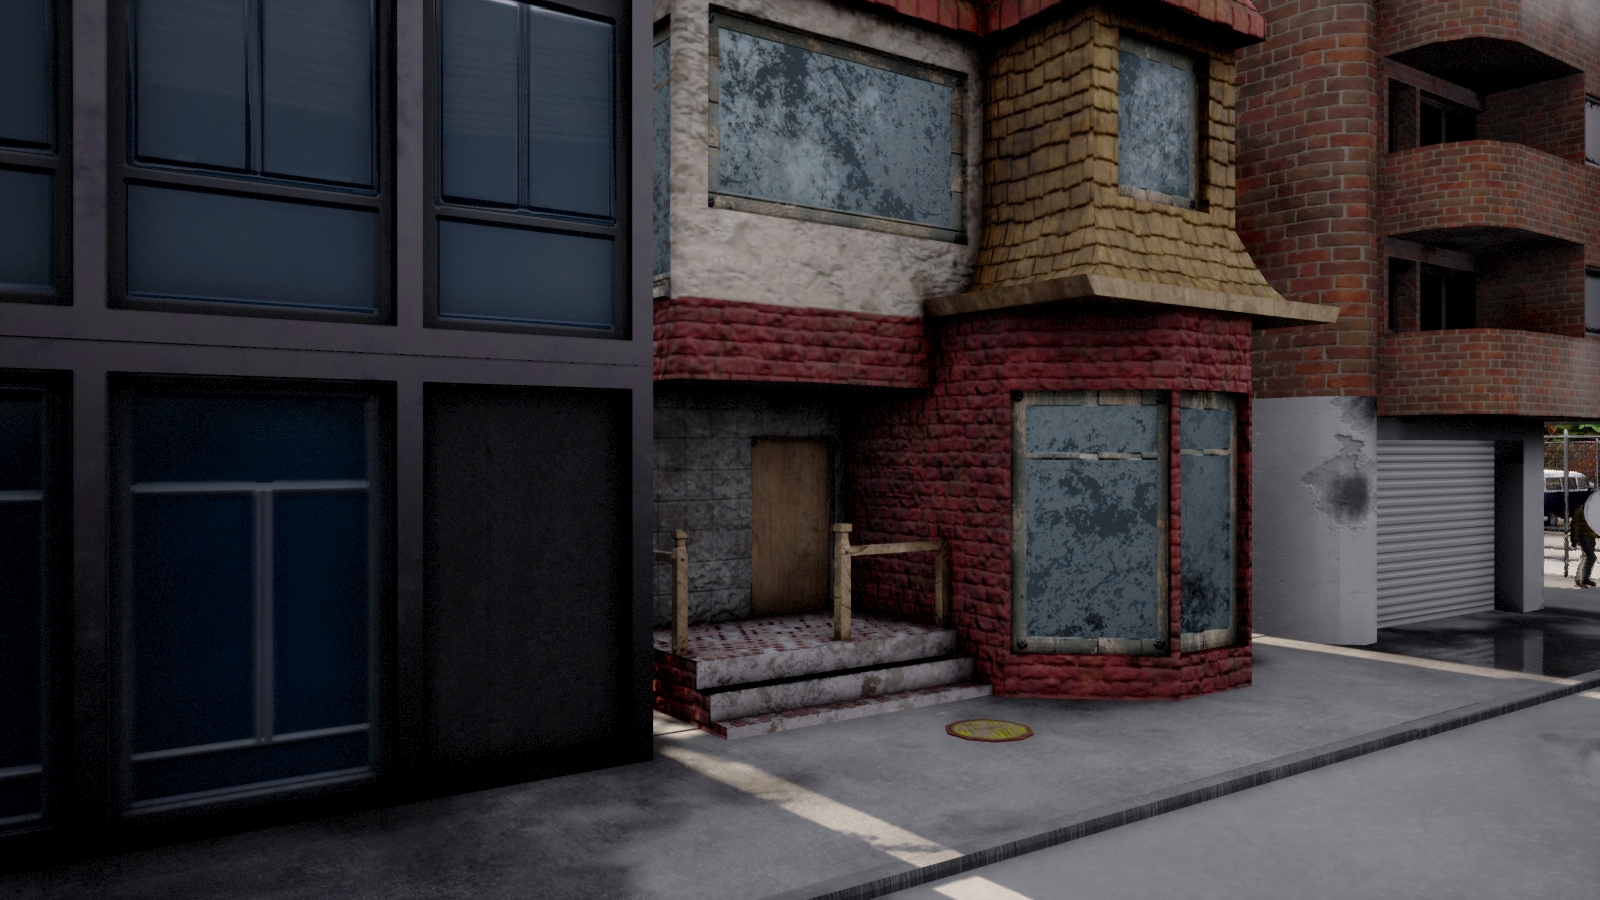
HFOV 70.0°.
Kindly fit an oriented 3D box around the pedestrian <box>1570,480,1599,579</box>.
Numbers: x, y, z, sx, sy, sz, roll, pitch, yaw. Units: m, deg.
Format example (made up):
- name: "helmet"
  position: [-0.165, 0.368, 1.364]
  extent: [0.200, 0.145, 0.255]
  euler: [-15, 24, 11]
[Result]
- name: "pedestrian"
  position: [15.042, 1.506, 21.856]
  extent: [0.375, 1.860, 0.375]
  euler: [0, 0, -11]
